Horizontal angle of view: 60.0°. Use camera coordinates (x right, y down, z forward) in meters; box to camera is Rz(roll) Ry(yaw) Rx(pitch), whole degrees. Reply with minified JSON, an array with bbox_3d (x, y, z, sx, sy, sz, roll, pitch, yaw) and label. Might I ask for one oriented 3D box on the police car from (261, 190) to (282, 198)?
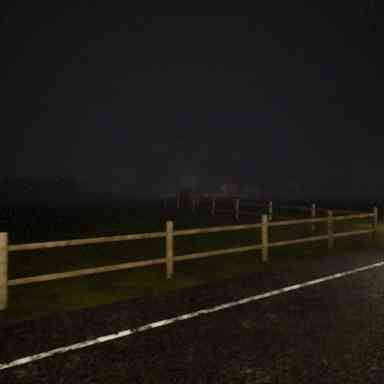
[{"bbox_3d":[16.826,0.489,70.191,2.038,1.542,4.974,1,1,-32],"label":"police car"}]
